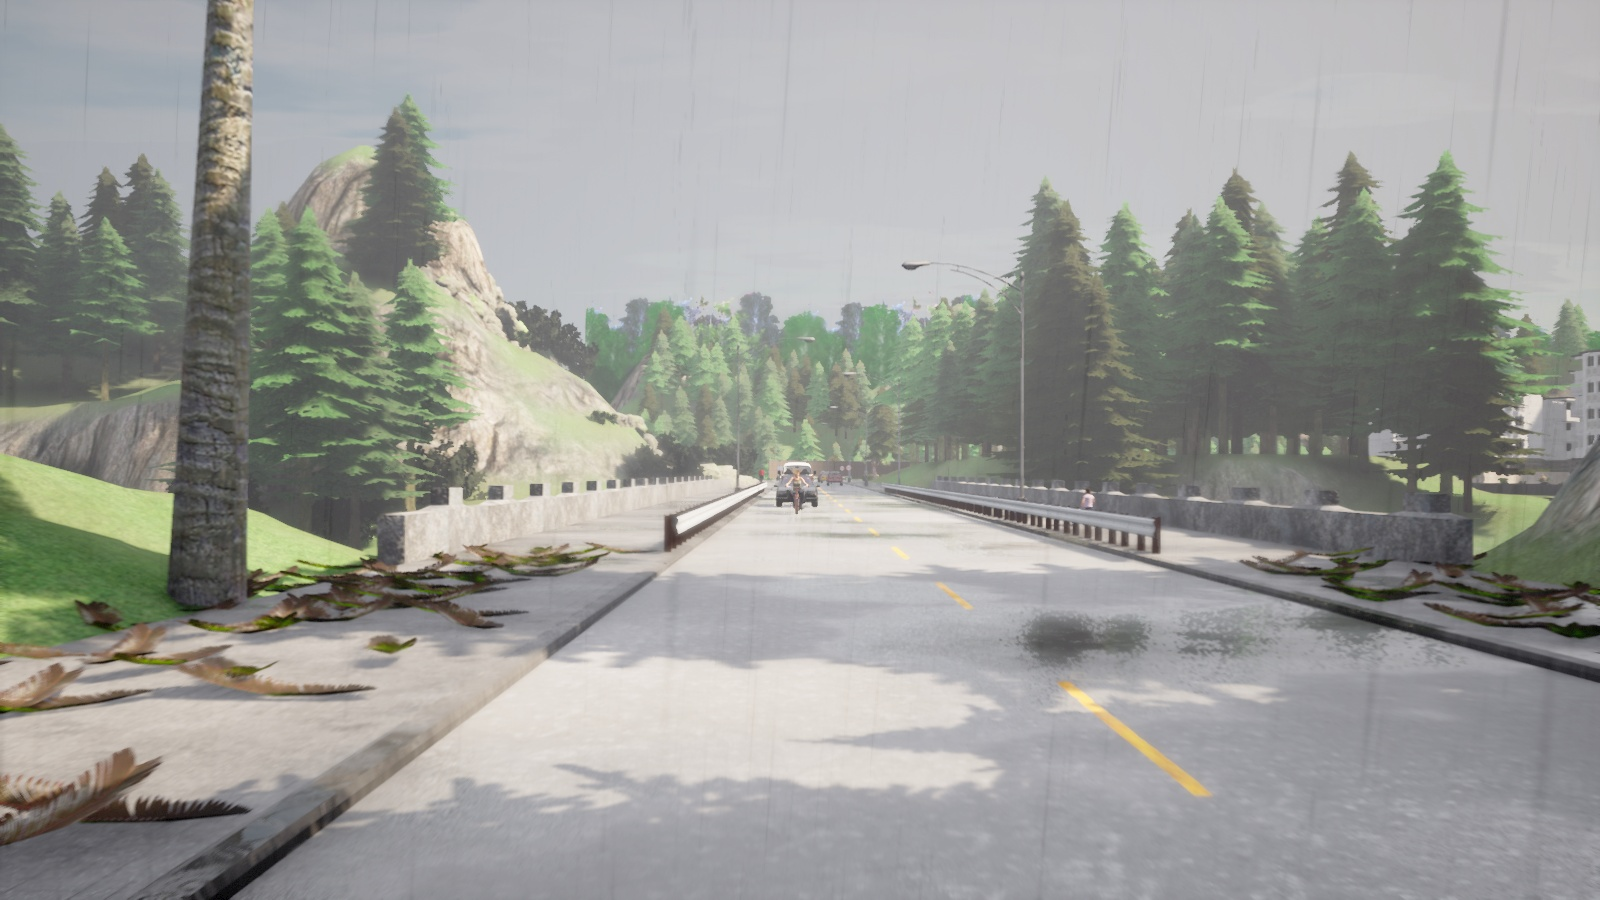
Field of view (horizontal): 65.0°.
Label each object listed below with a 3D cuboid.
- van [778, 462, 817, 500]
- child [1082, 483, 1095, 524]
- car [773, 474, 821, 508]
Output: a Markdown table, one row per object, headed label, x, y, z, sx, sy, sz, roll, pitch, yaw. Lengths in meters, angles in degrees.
| label | x | y | z | sx | sy | sz | roll | pitch | yaw |
| --- | --- | --- | --- | --- | --- | --- | --- | --- | --- |
| van | -0.151 | 1.704 | 69.411 | 2.069 | 2.038 | 4.480 | 0 | -1 | 0 |
| child | 7.866 | 1.446 | 34.235 | 0.255 | 1.110 | 0.394 | 0 | -1 | -3 |
| car | -0.119 | 1.794 | 55.637 | 2.033 | 1.411 | 5.357 | 0 | -1 | 0 |
